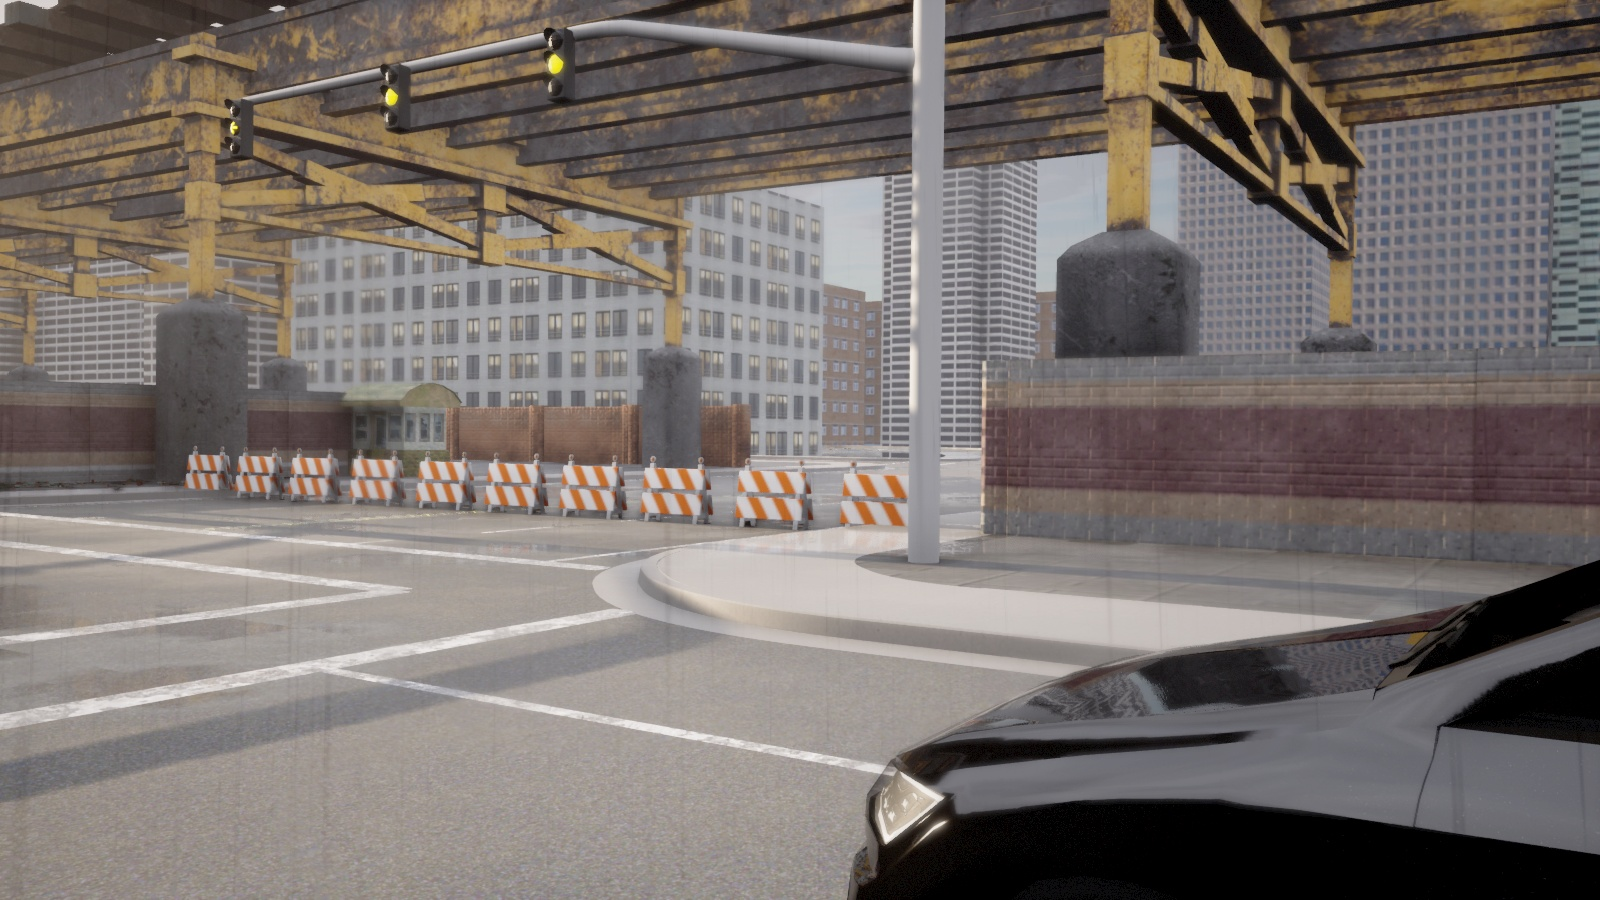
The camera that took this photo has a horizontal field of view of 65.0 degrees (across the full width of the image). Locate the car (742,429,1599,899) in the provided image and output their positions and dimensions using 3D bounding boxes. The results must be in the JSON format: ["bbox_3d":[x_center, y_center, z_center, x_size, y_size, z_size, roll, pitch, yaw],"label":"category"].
[{"bbox_3d":[2.136,0.696,2.204,4.193,1.474,1.816,0,1,34],"label":"car"}]
